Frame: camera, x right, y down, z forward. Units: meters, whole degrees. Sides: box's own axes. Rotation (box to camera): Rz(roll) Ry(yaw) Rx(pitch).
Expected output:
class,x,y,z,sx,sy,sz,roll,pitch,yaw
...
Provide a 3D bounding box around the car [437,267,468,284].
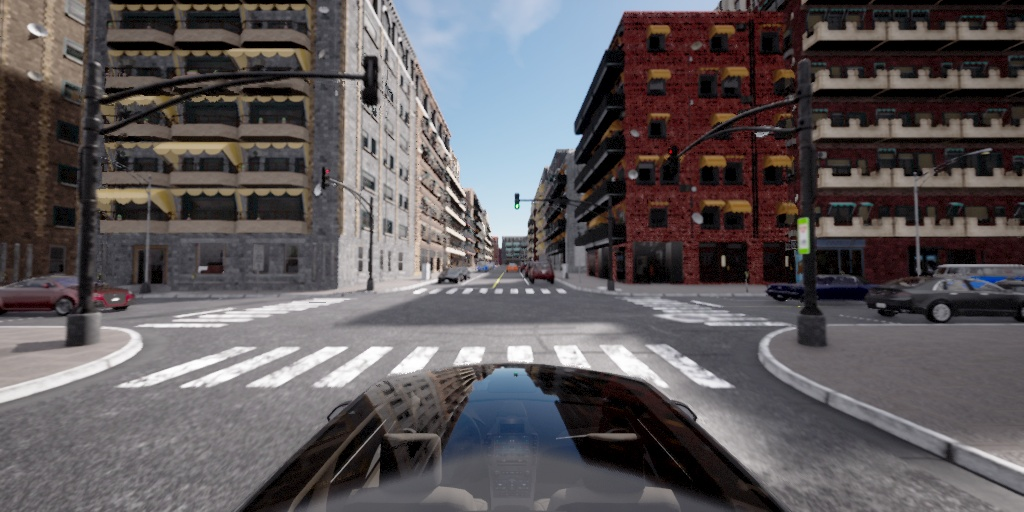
class,x,y,z,sx,sy,sz,roll,pitch,yaw
car,-5.323,1.699,31.458,1.948,1.339,4.313,0,0,0

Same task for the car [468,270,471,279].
class,x,y,z,sx,sy,sz,roll,pitch,yaw
car,-5.324,1.772,37.018,1.948,1.339,4.313,0,0,0

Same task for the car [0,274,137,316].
class,x,y,z,sx,sy,sz,roll,pitch,yaw
car,-17.211,1.490,13.771,4.181,1.385,1.994,0,-2,0

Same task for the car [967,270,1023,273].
class,x,y,z,sx,sy,sz,roll,pitch,yaw
car,24.553,1.473,16.631,4.181,1.385,1.994,0,-2,0

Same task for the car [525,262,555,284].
class,x,y,z,sx,sy,sz,roll,pitch,yaw
car,2.558,1.449,31.505,2.192,1.841,5.009,0,0,0

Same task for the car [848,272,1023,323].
class,x,y,z,sx,sy,sz,roll,pitch,yaw
car,13.742,1.303,11.218,4.403,1.370,2.007,0,0,0

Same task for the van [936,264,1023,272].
class,x,y,z,sx,sy,sz,roll,pitch,yaw
van,24.898,1.331,19.070,3.998,1.789,1.690,0,0,0

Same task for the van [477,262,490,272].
class,x,y,z,sx,sy,sz,roll,pitch,yaw
van,-5.332,1.968,64.820,1.690,1.789,3.998,0,0,0

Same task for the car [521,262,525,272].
class,x,y,z,sx,sy,sz,roll,pitch,yaw
car,2.555,1.597,42.627,2.192,1.841,5.009,0,0,0

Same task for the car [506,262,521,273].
class,x,y,z,sx,sy,sz,roll,pitch,yaw
car,0.082,1.925,61.543,2.097,1.767,4.553,0,-1,0

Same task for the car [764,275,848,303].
class,x,y,z,sx,sy,sz,roll,pitch,yaw
car,14.547,1.533,16.650,4.718,1.301,1.895,0,-2,-2
